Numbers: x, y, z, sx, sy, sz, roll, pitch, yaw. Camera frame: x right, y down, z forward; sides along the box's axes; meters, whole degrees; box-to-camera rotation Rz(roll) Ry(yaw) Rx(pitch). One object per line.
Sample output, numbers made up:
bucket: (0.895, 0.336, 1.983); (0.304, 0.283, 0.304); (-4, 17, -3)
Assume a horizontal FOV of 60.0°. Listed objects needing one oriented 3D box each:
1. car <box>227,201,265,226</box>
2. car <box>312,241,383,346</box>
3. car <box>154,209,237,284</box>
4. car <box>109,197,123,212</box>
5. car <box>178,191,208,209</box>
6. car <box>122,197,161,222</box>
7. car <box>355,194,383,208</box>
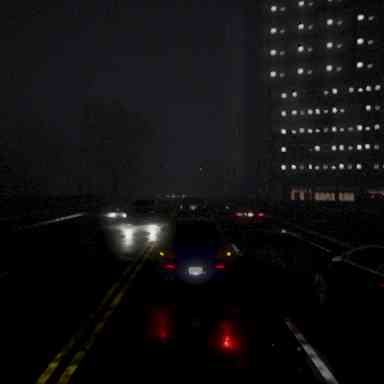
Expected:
car: (3.313, 1.292, 21.251); (2.033, 1.411, 5.357); (0, 1, 0)
car: (3.309, 1.433, 4.789); (2.128, 1.511, 4.902); (0, 1, 0)
car: (0.079, 1.413, 9.126); (1.812, 1.442, 4.674); (0, 1, 0)
car: (-6.572, 1.166, 32.317); (2.033, 1.411, 5.357); (0, 1, 0)
car: (0.075, 1.061, 24.374); (2.097, 1.767, 4.553); (0, 1, 0)
car: (-3.349, 1.194, 23.671); (1.882, 1.535, 5.008); (0, 0, 0)
car: (23.003, 1.163, 41.327); (5.009, 1.841, 2.192); (1, 2, 20)
